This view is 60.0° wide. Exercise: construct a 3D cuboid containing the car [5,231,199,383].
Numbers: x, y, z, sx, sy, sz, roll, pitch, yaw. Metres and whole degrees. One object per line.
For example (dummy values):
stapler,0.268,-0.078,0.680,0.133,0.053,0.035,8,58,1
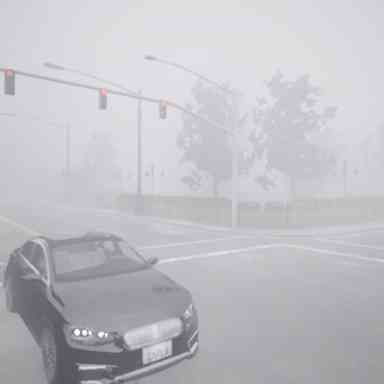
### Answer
car,-1.836,1.478,5.596,2.128,1.511,4.902,0,0,-37
